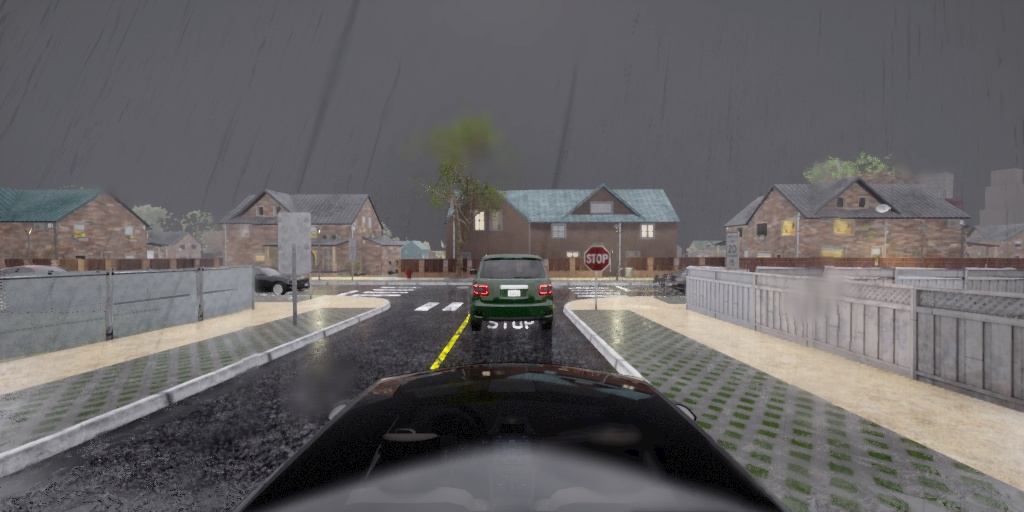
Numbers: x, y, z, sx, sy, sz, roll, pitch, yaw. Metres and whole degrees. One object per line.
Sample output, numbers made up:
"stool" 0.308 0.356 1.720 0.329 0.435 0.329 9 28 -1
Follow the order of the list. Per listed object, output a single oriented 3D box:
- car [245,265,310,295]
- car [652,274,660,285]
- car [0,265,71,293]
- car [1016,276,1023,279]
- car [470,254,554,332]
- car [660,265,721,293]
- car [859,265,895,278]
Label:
"car" -13.423 1.254 19.195 5.008 1.535 1.882 0 1 3
"car" 11.339 1.248 21.381 5.357 1.411 2.033 0 1 2
"car" -25.737 1.247 19.618 5.008 1.535 1.882 0 1 1
"car" 32.556 1.183 21.198 5.008 1.535 1.882 0 1 -5
"car" -0.125 0.967 11.090 2.150 2.045 5.566 0 0 -4
"car" 10.476 1.299 18.453 4.674 1.442 1.812 0 1 2
"car" 21.311 1.261 21.140 4.181 1.385 1.994 0 1 1
